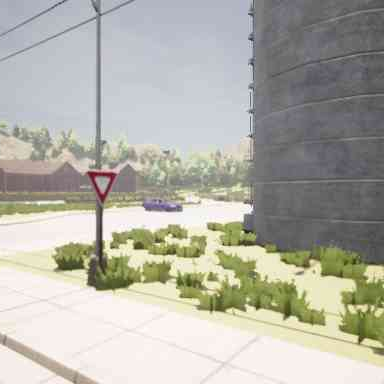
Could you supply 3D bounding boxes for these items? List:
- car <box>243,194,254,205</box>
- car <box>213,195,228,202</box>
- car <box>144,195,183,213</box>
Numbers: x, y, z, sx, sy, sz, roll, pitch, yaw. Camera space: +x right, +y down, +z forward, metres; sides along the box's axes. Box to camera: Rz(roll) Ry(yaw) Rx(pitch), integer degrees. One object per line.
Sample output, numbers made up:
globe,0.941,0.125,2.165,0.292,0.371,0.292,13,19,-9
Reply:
car,10.691,1.272,57.135,3.866,1.878,1.905,0,0,35
car,6.734,1.456,74.907,3.905,1.438,1.784,0,0,35
car,-3.192,1.438,37.305,4.611,1.667,2.242,0,0,35
